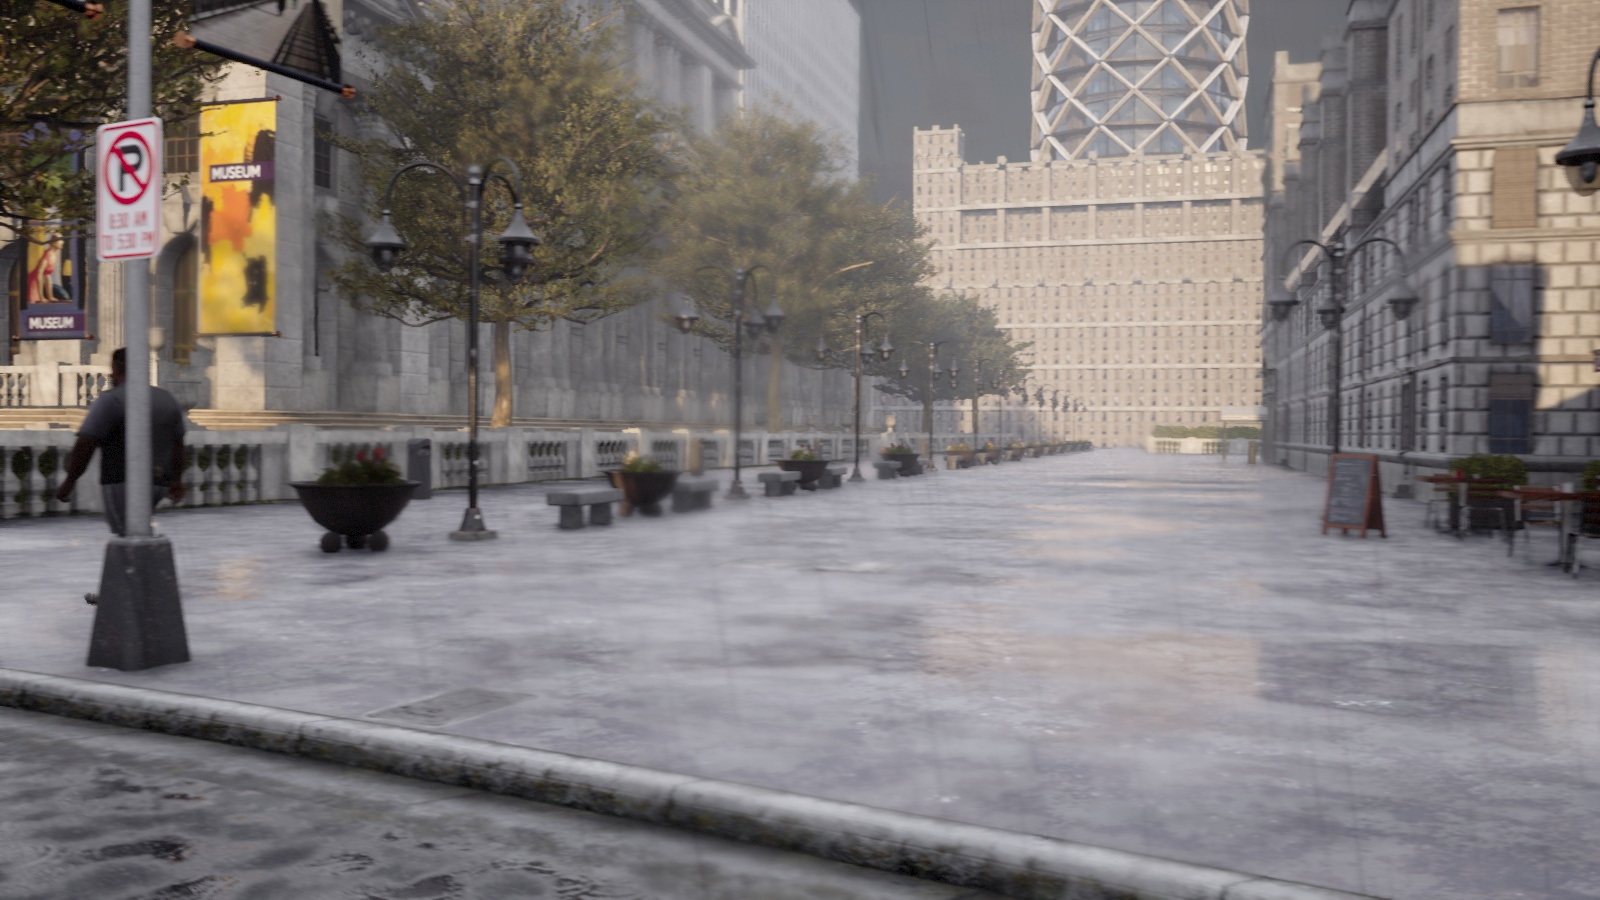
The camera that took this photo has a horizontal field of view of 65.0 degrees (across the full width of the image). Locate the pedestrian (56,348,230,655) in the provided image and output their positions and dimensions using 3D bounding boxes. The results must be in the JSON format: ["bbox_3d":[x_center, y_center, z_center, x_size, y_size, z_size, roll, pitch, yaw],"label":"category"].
[{"bbox_3d":[-4.245,0.312,8.121,0.849,1.883,0.563,0,1,24],"label":"pedestrian"}]
